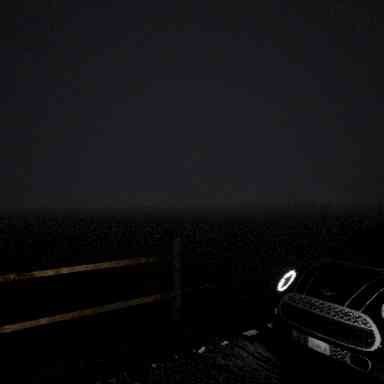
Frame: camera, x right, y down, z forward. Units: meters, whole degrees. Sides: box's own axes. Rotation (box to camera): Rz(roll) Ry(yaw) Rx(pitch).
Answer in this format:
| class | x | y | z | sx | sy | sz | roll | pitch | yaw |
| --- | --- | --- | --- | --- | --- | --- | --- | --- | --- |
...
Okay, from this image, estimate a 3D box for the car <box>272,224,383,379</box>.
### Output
| class | x | y | z | sx | sy | sz | roll | pitch | yaw |
| --- | --- | --- | --- | --- | --- | --- | --- | --- | --- |
| car | 3.429 | 1.349 | 5.506 | 4.553 | 1.767 | 2.097 | 0 | 0 | -35 |
